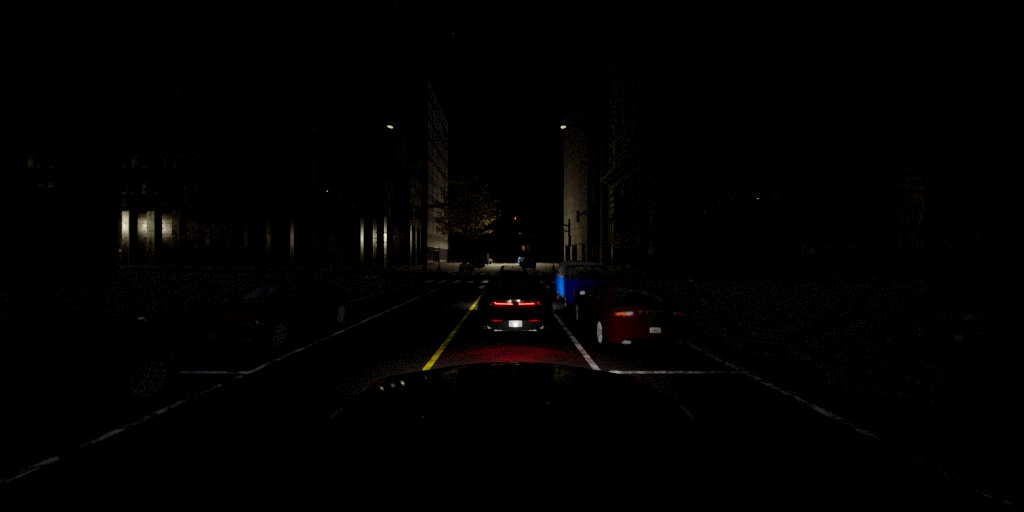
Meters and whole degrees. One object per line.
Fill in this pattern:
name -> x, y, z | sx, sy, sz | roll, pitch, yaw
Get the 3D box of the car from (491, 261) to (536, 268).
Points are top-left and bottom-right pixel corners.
car -> 0.047, 1.245, 19.792 | 2.128, 1.511, 4.902 | 0, 0, -1

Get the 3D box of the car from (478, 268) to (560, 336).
car -> 0.074, 1.256, 10.373 | 1.837, 1.490, 4.892 | 0, 0, 0

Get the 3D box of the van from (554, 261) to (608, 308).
van -> 2.736, 1.093, 14.663 | 1.690, 1.789, 3.998 | 0, 0, 0

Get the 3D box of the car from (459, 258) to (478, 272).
car -> -5.917, 1.296, 47.050 | 1.751, 1.417, 4.829 | 0, 0, 0

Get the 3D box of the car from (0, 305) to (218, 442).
car -> -5.782, 1.295, 3.603 | 1.888, 1.381, 4.507 | 0, 0, 0

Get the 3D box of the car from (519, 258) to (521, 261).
car -> 2.577, 1.347, 58.059 | 1.948, 1.339, 4.313 | 0, 0, 0

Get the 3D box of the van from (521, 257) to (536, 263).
van -> 2.595, 1.116, 52.647 | 1.690, 1.789, 3.998 | 0, 0, 0

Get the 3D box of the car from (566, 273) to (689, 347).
car -> 2.753, 1.296, 9.138 | 1.888, 1.381, 4.507 | 0, 0, 0

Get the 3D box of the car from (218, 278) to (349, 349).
car -> -5.802, 1.296, 9.128 | 1.888, 1.381, 4.507 | 0, 0, 0

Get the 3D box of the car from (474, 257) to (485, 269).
car -> -5.947, 1.326, 57.800 | 1.888, 1.381, 4.507 | 0, 0, 0

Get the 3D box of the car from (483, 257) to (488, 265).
car -> -5.965, 1.101, 63.089 | 2.192, 1.841, 5.009 | 0, 0, 0

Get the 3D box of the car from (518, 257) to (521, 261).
car -> 2.559, 1.332, 63.473 | 1.888, 1.381, 4.507 | 0, 0, 0
